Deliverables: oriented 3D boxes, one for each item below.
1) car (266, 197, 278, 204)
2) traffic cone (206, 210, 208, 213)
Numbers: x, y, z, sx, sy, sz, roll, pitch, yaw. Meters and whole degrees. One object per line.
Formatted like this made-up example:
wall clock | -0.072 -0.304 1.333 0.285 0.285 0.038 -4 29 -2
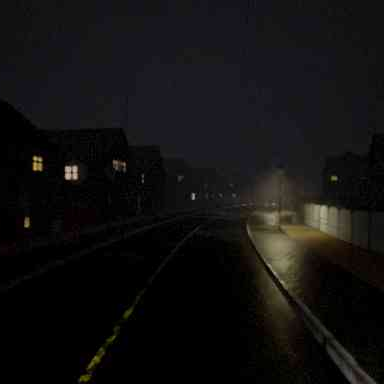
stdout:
car | 18.056 1.896 74.853 1.837 1.490 4.892 0 0 29
traffic cone | 1.863 2.303 41.182 0.340 0.580 0.340 0 0 15
